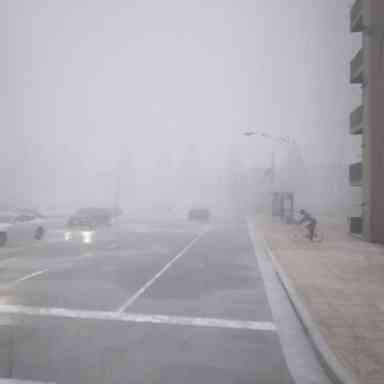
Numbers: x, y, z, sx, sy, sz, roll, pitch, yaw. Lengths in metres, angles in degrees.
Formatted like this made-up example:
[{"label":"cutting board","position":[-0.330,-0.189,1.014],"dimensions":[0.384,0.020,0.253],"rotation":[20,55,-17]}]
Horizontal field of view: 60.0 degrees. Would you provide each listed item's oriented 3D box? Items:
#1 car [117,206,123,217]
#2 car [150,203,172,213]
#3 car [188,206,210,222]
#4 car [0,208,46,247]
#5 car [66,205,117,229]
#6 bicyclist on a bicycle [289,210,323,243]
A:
[{"label":"car","position":[-9.375,2.177,37.989],"dimensions":[1.994,1.385,4.181],"rotation":[1,-1,8]},{"label":"car","position":[-4.713,2.398,50.792],"dimensions":[1.837,1.490,4.892],"rotation":[2,-1,-30]},{"label":"car","position":[0.799,2.154,34.241],"dimensions":[1.882,1.535,5.008],"rotation":[1,-2,8]},{"label":"car","position":[-8.993,1.726,16.258],"dimensions":[1.812,1.442,4.674],"rotation":[1,-1,8]},{"label":"car","position":[-7.710,1.896,25.379],"dimensions":[1.837,1.490,4.892],"rotation":[1,-1,8]},{"label":"bicyclist on a bicycle","position":[5.646,1.701,16.479],"dimensions":[1.656,1.620,0.582],"rotation":[0,-1,8]}]
